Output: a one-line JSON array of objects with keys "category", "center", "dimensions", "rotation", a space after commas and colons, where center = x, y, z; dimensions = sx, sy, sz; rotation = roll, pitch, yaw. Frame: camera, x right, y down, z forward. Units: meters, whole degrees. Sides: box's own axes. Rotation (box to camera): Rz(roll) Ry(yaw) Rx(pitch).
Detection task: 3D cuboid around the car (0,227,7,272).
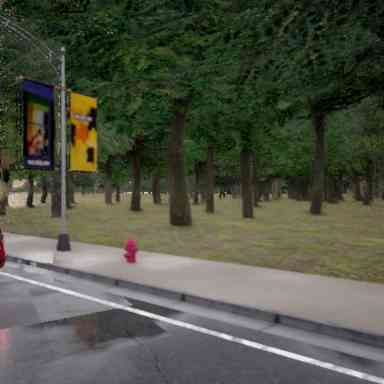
[{"category": "car", "center": [-7.072, 1.261, 8.723], "dimensions": [5.566, 2.045, 2.150], "rotation": [0, 0, 35]}]
